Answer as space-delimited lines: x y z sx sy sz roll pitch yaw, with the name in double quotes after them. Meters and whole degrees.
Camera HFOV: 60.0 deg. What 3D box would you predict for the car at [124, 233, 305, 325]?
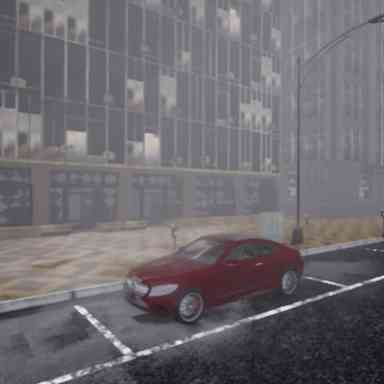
0.661 1.565 7.021 4.206 1.307 1.802 0 1 -35 "car"
